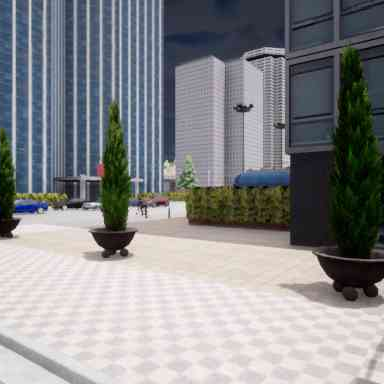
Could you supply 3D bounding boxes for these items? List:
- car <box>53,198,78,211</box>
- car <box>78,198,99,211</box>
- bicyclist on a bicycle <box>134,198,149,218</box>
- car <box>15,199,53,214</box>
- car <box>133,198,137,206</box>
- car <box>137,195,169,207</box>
[{"bbox_3d":[-15.215,1.478,42.086,1.882,1.535,5.008,0,0,35],"label":"car"},{"bbox_3d":[-11.338,1.601,41.516,1.895,1.301,4.718,0,0,35],"label":"car"},{"bbox_3d":[-4.075,1.301,26.657,1.656,1.620,0.582,0,0,35],"label":"bicyclist on a bicycle"},{"bbox_3d":[-17.048,1.478,33.383,1.882,1.535,5.008,0,0,35],"label":"car"},{"bbox_3d":[-9.287,1.547,50.511,2.033,1.411,5.357,0,0,35],"label":"car"},{"bbox_3d":[-5.490,1.352,49.816,2.097,1.767,4.553,0,0,35],"label":"car"}]
